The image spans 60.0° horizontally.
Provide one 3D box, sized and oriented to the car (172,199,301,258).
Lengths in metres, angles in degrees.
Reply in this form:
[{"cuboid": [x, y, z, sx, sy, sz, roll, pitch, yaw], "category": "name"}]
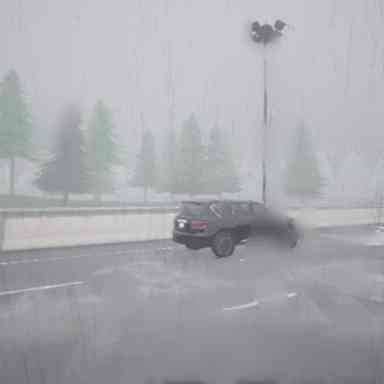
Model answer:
[{"cuboid": [1.879, 1.315, 13.313, 5.566, 2.045, 2.150, 1, 0, -33], "category": "car"}]
